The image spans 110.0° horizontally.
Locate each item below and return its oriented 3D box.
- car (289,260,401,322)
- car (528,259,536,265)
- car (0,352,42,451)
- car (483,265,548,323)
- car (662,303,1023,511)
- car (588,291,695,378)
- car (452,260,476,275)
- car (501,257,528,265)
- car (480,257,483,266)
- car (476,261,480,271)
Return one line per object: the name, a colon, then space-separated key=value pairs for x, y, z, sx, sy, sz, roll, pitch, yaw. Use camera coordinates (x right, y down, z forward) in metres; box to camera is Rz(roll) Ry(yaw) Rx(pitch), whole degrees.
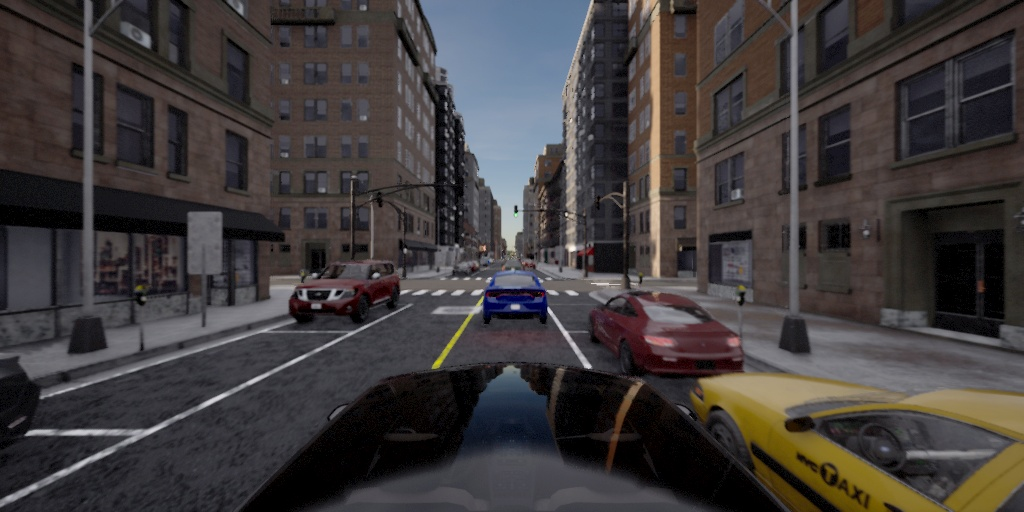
car: x=-5.391 y=1.066 z=12.383 sx=2.192 sy=1.841 sz=5.009 roll=0 pitch=0 yaw=0
car: x=2.618 y=1.188 z=55.205 sx=1.967 sy=1.591 sz=4.097 roll=0 pitch=0 yaw=0
car: x=-5.387 y=1.301 z=1.558 sx=2.007 sy=1.370 sz=4.403 roll=0 pitch=0 yaw=0
car: x=0.094 y=1.229 z=12.174 sx=1.882 sy=1.535 sz=5.008 roll=0 pitch=0 yaw=0
car: x=2.638 y=1.275 z=1.722 sx=1.751 sy=1.417 sz=4.829 roll=0 pitch=0 yaw=0
car: x=2.636 y=1.332 z=6.964 sx=1.802 sy=1.307 sz=4.207 roll=0 pitch=0 yaw=0
car: x=-5.401 y=1.302 z=38.847 sx=2.007 sy=1.370 sz=4.403 roll=0 pitch=0 yaw=0
car: x=0.092 y=1.104 z=31.890 sx=2.097 sy=1.767 sz=4.553 roll=0 pitch=0 yaw=0
car: x=-5.405 y=1.276 z=49.585 sx=1.751 sy=1.417 sz=4.829 roll=0 pitch=0 yaw=0
car: x=-5.403 y=1.296 z=44.301 sx=1.888 sy=1.381 sz=4.507 roll=0 pitch=0 yaw=0
